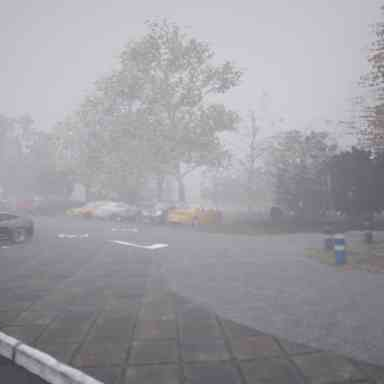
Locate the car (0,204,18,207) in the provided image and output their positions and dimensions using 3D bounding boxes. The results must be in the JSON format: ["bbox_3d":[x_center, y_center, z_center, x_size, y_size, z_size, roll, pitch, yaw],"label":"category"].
[{"bbox_3d":[-11.740,1.596,16.344,2.097,1.535,5.008,0,0,36],"label":"car"}]

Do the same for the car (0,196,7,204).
[{"bbox_3d":[-19.818,1.550,38.411,2.163,1.488,4.792,0,0,36],"label":"car"}]

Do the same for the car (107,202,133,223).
[{"bbox_3d":[-4.066,1.617,26.893,2.163,1.488,4.792,0,0,36],"label":"car"}]

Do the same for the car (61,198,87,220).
[{"bbox_3d":[-8.640,1.563,30.023,1.946,1.575,5.366,0,0,36],"label":"car"}]

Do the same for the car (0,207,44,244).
[{"bbox_3d":[-9.514,1.636,14.684,2.163,1.488,4.792,0,0,36],"label":"car"}]

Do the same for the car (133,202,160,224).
[{"bbox_3d":[-1.890,1.472,25.386,2.185,1.767,4.553,0,0,36],"label":"car"}]

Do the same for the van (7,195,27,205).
[{"bbox_3d":[-17.524,1.300,36.853,1.878,1.987,4.442,0,0,36],"label":"van"}]

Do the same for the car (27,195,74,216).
[{"bbox_3d":[-12.994,1.294,33.452,2.435,2.045,5.566,0,0,36],"label":"car"}]

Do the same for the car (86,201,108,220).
[{"bbox_3d":[-6.291,1.617,28.543,2.002,1.452,4.674,0,0,36],"label":"car"}]

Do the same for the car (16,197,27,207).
[{"bbox_3d":[-15.269,1.564,35.035,2.163,1.488,4.792,0,0,36],"label":"car"}]

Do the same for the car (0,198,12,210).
[{"bbox_3d":[-26.447,1.540,43.199,2.097,1.535,5.008,0,0,36],"label":"car"}]

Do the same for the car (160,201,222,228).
[{"bbox_3d":[0.331,1.608,23.728,2.097,1.535,5.008,0,0,36],"label":"car"}]

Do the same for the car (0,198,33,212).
[{"bbox_3d":[-21.953,1.551,39.963,2.163,1.488,4.792,0,0,36],"label":"car"}]
